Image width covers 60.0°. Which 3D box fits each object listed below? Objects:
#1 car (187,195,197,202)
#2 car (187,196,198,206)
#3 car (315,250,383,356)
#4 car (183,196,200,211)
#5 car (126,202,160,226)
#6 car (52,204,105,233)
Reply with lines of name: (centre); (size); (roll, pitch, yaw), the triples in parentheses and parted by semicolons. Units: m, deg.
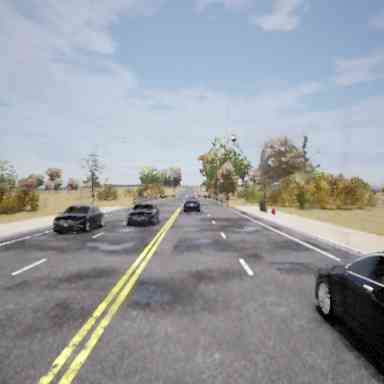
car: (-0.013, 1.489, 73.443); (2.033, 1.411, 5.357); (0, 0, 0)
car: (0.090, 1.492, 54.847); (1.812, 1.442, 4.674); (0, 0, 0)
car: (3.249, 1.503, 4.455); (1.837, 1.490, 4.892); (0, 0, 0)
car: (-0.008, 1.481, 39.855); (2.163, 1.488, 4.792); (0, 0, 0)
car: (-3.304, 1.496, 23.333); (1.837, 1.490, 4.892); (0, 0, 0)
car: (-6.576, 1.498, 19.748); (1.837, 1.490, 4.892); (0, 0, 0)
